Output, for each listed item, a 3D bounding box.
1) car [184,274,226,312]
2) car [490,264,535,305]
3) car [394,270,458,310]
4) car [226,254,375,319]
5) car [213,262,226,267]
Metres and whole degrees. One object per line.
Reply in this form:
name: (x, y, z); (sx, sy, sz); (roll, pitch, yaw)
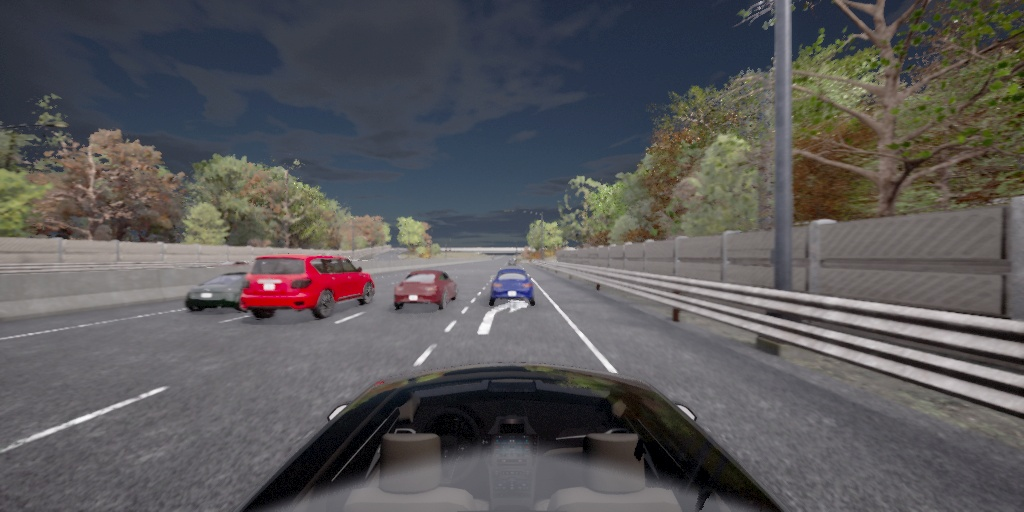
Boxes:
car: (-10.390, 1.309, 14.209); (1.994, 1.385, 4.181); (0, 0, 0)
car: (0.006, 1.279, 16.032); (1.812, 1.442, 4.674); (0, 0, 0)
car: (-3.393, 1.276, 14.645); (1.812, 1.442, 4.674); (0, 0, 0)
car: (-6.896, 0.969, 12.866); (2.150, 2.045, 5.566); (0, 0, 0)
car: (-31.533, 1.286, 40.362); (1.812, 1.442, 4.674); (0, 0, 0)
